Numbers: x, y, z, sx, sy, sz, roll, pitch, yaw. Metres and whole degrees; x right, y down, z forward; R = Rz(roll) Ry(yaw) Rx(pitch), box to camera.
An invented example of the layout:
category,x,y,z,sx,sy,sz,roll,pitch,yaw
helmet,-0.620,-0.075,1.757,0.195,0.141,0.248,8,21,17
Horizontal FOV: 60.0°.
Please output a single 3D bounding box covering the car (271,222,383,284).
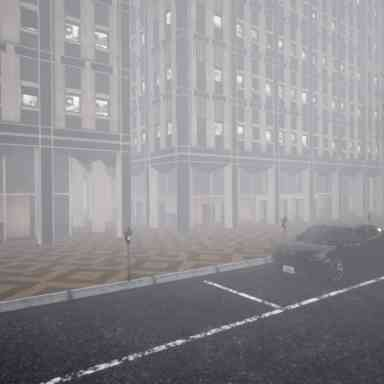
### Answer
category,x,y,z,sx,sy,sz,roll,pitch,yaw
car,4.181,1.564,9.579,4.313,1.339,1.947,0,-1,-36
